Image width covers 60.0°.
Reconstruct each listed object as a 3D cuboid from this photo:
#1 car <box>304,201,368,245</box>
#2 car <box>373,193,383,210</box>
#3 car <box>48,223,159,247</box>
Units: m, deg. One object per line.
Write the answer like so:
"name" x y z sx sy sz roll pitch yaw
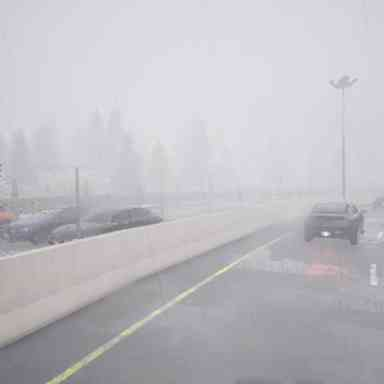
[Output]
"car" 6.015 1.154 13.844 1.837 1.490 4.892 -1 1 32
"car" 16.585 0.748 27.839 1.812 1.442 4.674 0 1 42
"car" -3.048 1.322 12.534 1.837 1.490 4.892 -1 1 29
